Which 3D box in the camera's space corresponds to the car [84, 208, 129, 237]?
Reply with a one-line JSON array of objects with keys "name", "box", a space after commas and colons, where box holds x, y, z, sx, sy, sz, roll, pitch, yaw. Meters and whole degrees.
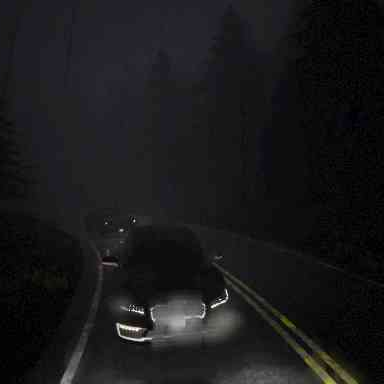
[{"name": "car", "box": [-4.614, 1.608, 18.505, 1.895, 1.301, 4.718, -3, 1, -29]}]

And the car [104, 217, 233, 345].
[{"name": "car", "box": [-0.639, 1.494, 6.766, 1.837, 1.490, 4.892, -1, 0, -11]}]
